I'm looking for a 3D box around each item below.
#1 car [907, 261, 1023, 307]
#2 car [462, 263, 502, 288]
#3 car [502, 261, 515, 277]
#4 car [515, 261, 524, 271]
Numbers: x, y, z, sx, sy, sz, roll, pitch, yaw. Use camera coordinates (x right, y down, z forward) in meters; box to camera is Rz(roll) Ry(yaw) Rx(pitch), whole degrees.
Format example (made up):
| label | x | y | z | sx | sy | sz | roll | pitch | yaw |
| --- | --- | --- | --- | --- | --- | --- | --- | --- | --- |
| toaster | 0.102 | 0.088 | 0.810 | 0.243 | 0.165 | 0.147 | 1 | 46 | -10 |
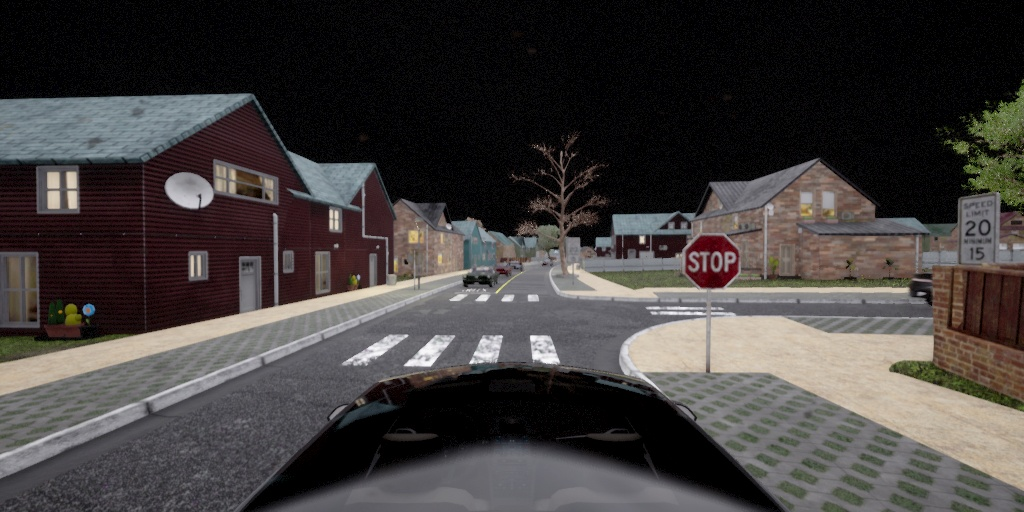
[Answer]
| label | x | y | z | sx | sy | sz | roll | pitch | yaw |
| --- | --- | --- | --- | --- | --- | --- | --- | --- | --- |
| car | 14.658 | 0.896 | 10.190 | 4.902 | 1.511 | 2.128 | -1 | 0 | 14 |
| car | -1.981 | 1.334 | 23.681 | 1.895 | 1.301 | 4.718 | 0 | 0 | 4 |
| car | -1.086 | 1.326 | 34.412 | 1.895 | 1.301 | 4.718 | 0 | 0 | 6 |
| car | 0.404 | 1.281 | 47.035 | 1.994 | 1.385 | 4.181 | 0 | 0 | 8 |
